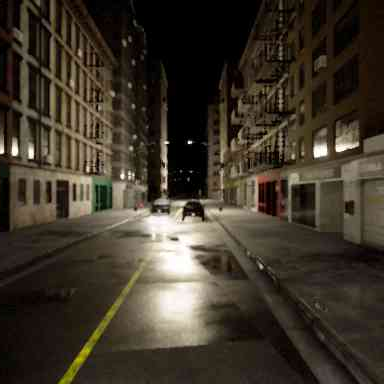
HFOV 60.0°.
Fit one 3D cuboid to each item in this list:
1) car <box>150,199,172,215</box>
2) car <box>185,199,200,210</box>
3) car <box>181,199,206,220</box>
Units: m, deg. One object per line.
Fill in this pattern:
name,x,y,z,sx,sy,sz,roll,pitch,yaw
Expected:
car,-3.087,1.510,33.831,2.128,1.511,4.902,0,0,0
car,0.077,1.646,45.234,1.895,1.301,4.718,0,0,0
car,0.104,1.514,28.190,1.837,1.490,4.892,0,0,0
